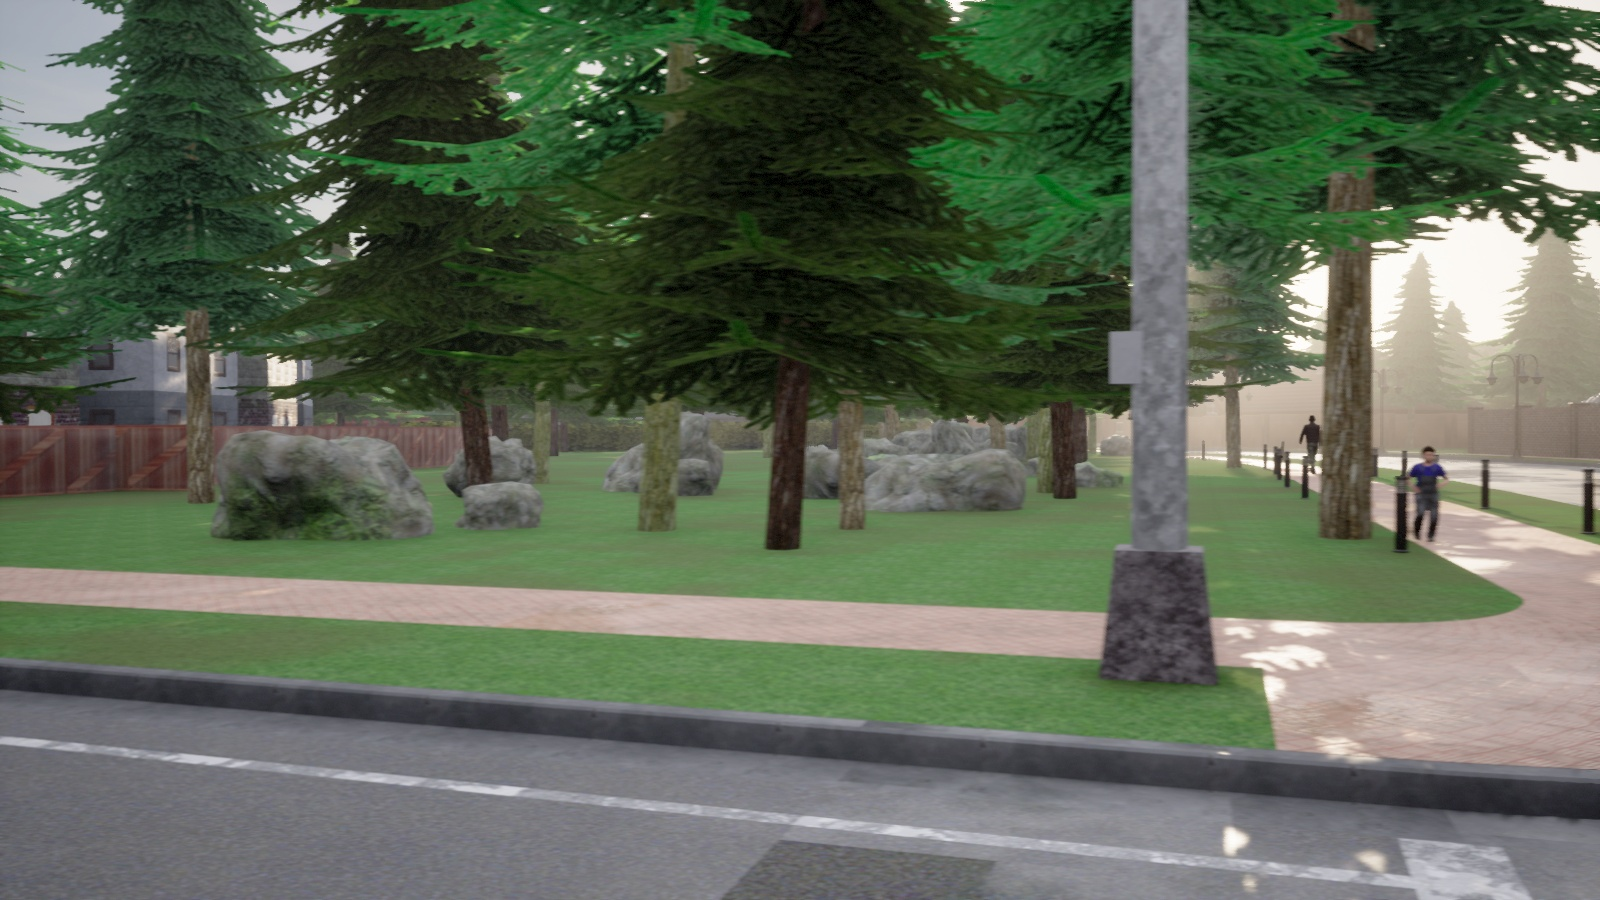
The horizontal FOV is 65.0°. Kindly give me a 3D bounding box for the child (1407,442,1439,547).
[{"bbox_3d":[7.608,0.530,15.332,0.270,1.263,0.437,1,1,17],"label":"child"}]

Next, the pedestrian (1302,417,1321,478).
[{"bbox_3d":[15.676,-0.090,38.482,0.431,1.840,0.703,0,1,15],"label":"pedestrian"}]
